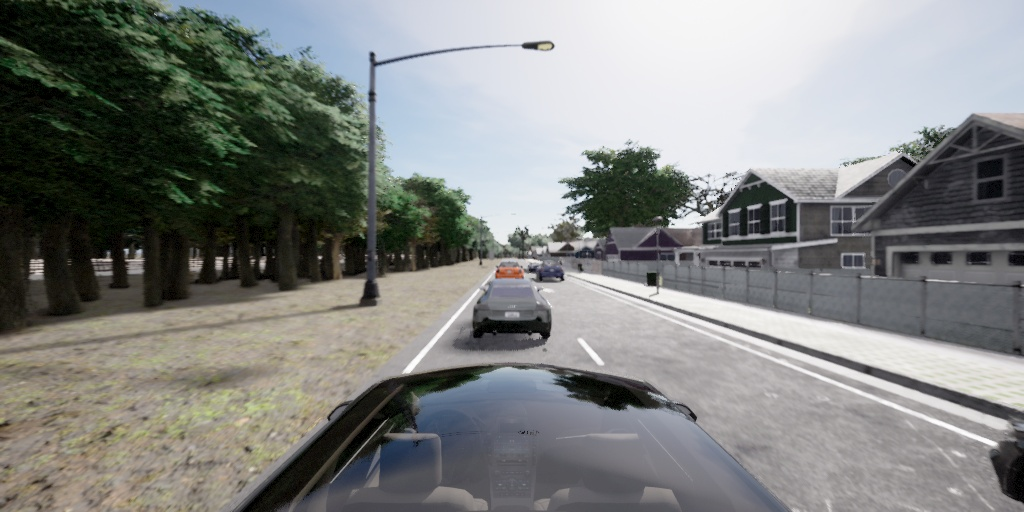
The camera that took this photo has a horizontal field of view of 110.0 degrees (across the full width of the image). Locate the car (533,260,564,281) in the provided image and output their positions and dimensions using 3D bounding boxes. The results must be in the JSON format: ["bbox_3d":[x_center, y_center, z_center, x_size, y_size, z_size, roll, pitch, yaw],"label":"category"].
[{"bbox_3d":[3.235,1.159,31.307,2.097,1.767,4.553,0,0,-1],"label":"car"}]

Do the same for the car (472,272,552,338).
[{"bbox_3d":[-0.016,1.339,10.344,1.994,1.385,4.181,0,0,-1],"label":"car"}]

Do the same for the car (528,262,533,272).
[{"bbox_3d":[3.041,1.408,45.811,1.895,1.301,4.718,0,0,0],"label":"car"}]

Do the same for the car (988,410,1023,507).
[{"bbox_3d":[4.545,1.297,0.697,1.812,1.442,4.674,0,0,-1],"label":"car"}]

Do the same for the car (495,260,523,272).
[{"bbox_3d":[-0.210,1.140,27.672,2.097,1.767,4.553,0,0,-1],"label":"car"}]
